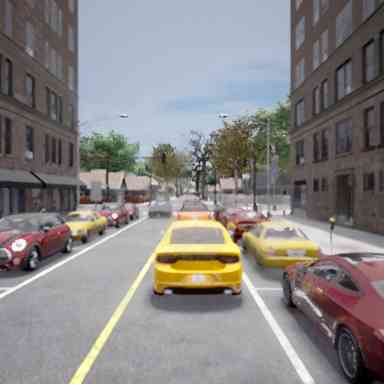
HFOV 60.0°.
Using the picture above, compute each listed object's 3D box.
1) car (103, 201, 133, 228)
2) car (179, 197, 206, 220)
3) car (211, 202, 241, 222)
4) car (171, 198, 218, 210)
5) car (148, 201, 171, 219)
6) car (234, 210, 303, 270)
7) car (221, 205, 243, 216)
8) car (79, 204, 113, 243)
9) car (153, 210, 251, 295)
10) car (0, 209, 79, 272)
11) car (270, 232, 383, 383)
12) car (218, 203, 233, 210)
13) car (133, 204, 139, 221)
[{"bbox_3d":[-5.350,1.434,21.660,1.967,1.590,4.097,0,0,0],"label":"car"},{"bbox_3d":[0.052,1.346,28.848,2.097,1.767,4.553,0,0,0],"label":"car"},{"bbox_3d":[2.685,1.560,27.165,1.947,1.339,4.313,0,0,0],"label":"car"},{"bbox_3d":[0.133,1.347,19.016,2.097,1.767,4.553,0,0,0],"label":"car"},{"bbox_3d":[-2.714,1.541,29.754,2.033,1.411,5.357,0,0,1],"label":"car"},{"bbox_3d":[2.655,1.521,10.781,1.752,1.417,4.829,0,0,0],"label":"car"},{"bbox_3d":[2.665,1.539,16.129,1.887,1.381,4.507,0,0,0],"label":"car"},{"bbox_3d":[-5.361,1.520,15.971,1.752,1.417,4.829,0,0,0],"label":"car"},{"bbox_3d":[0.116,1.474,8.741,1.882,1.535,5.008,0,0,0],"label":"car"},{"bbox_3d":[-5.370,1.435,10.622,1.967,1.590,4.097,0,0,0],"label":"car"},{"bbox_3d":[2.644,1.579,5.092,1.802,1.307,4.206,0,0,0],"label":"car"},{"bbox_3d":[2.675,1.576,21.647,1.802,1.307,4.206,0,0,0],"label":"car"},{"bbox_3d":[-5.340,1.575,27.179,1.802,1.307,4.206,0,0,0],"label":"car"}]
